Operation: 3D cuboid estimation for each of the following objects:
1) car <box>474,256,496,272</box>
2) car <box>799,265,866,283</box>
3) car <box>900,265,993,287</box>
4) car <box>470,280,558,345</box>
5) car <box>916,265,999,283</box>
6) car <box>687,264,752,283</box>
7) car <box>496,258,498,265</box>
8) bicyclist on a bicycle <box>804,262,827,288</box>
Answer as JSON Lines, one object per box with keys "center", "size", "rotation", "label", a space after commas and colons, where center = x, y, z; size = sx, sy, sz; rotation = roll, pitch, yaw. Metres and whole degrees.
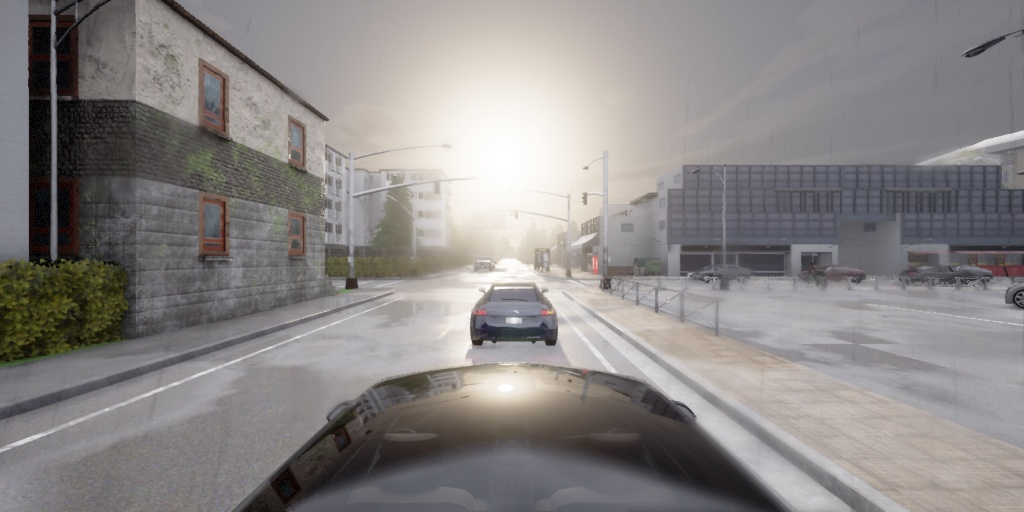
{"center": [-3.647, 0.972, 47.090], "size": [2.150, 2.045, 5.566], "rotation": [0, 0, 0], "label": "car"}
{"center": [26.402, 1.452, 29.597], "size": [4.674, 1.442, 1.812], "rotation": [0, 0, 0], "label": "car"}
{"center": [31.086, 1.431, 25.920], "size": [4.892, 1.490, 1.837], "rotation": [0, 0, 0], "label": "car"}
{"center": [0.054, 1.314, 9.473], "size": [1.994, 1.385, 4.181], "rotation": [0, 0, 0], "label": "car"}
{"center": [36.712, 1.452, 29.617], "size": [4.674, 1.442, 1.812], "rotation": [0, 0, 0], "label": "car"}
{"center": [17.037, 1.417, 29.569], "size": [4.902, 1.511, 2.128], "rotation": [0, 0, 0], "label": "car"}
{"center": [-3.647, 1.350, 56.985], "size": [1.895, 1.301, 4.718], "rotation": [0, 0, 0], "label": "car"}
{"center": [18.692, 1.227, 22.092], "size": [0.582, 1.620, 1.656], "rotation": [0, 0, 0], "label": "bicyclist on a bicycle"}
